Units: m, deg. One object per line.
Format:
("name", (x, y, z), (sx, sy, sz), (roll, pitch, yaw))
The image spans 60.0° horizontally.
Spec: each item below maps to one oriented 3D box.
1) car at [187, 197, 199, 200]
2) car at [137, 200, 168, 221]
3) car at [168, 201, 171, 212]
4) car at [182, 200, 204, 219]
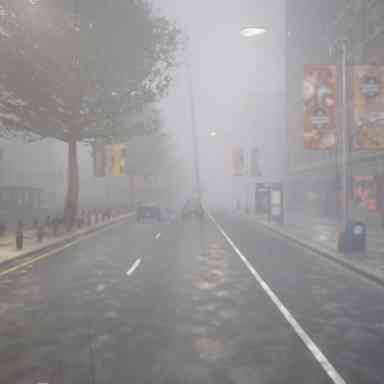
("car", (0.097, 1.409, 40.156), (2.097, 1.767, 4.553), (0, 0, 0))
("car", (-3.410, 1.518, 27.972), (1.882, 1.535, 5.008), (0, 0, 0))
("car", (-3.478, 1.603, 38.805), (2.033, 1.411, 5.357), (0, 0, 0))
("car", (0.099, 1.644, 29.480), (1.895, 1.301, 4.718), (0, 0, 0))
